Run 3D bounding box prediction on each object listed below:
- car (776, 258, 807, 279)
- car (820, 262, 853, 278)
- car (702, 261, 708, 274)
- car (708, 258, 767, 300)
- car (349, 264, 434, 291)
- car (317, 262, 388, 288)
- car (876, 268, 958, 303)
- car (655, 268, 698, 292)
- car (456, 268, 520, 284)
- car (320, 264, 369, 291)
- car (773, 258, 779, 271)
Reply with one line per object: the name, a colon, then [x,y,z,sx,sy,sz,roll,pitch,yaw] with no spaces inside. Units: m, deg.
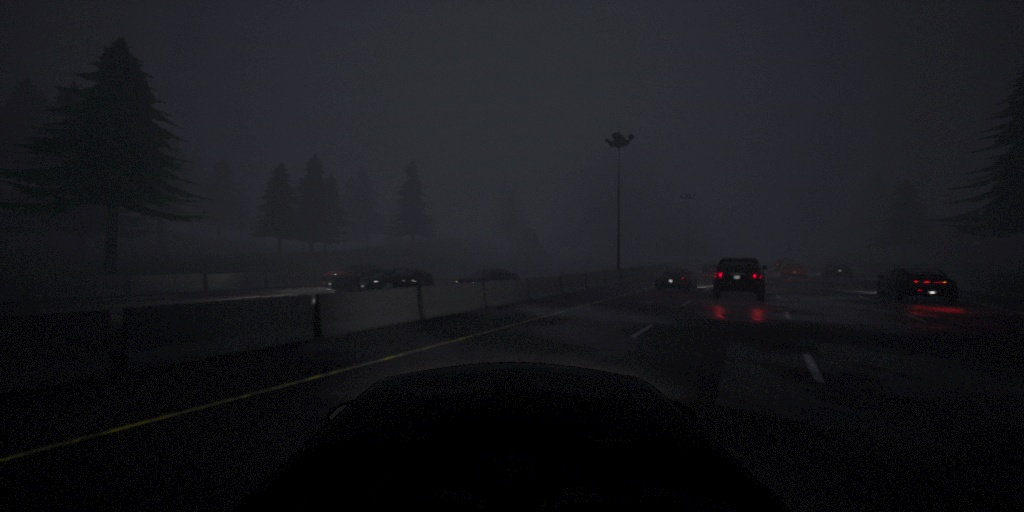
car: [26.656,1.261,34.093,1.882,1.535,5.008,0,0,34]
car: [31.230,1.297,34.569,1.994,1.385,4.181,0,0,35]
car: [23.155,1.274,41.358,1.882,1.535,5.008,0,0,34]
car: [12.190,1.100,19.219,2.150,2.045,5.566,0,0,34]
car: [-7.104,1.468,22.387,2.128,1.511,4.902,0,-1,34]
car: [-12.116,1.384,27.455,2.097,1.767,4.553,0,-1,35]
car: [19.436,1.334,17.400,1.837,1.490,4.892,0,-1,34]
car: [10.639,1.468,23.138,1.994,1.385,4.181,0,0,35]
car: [-1.485,1.518,24.386,2.033,1.411,5.357,0,0,35]
car: [-9.977,1.493,24.386,2.128,1.511,4.902,0,-1,35]
car: [34.356,0.984,45.292,2.097,1.767,4.553,-1,0,33]
